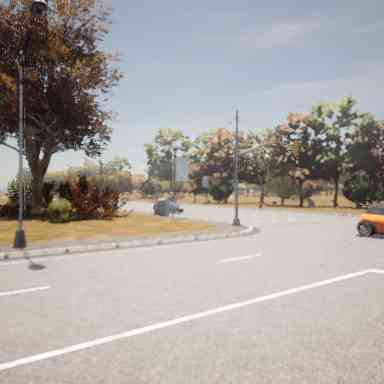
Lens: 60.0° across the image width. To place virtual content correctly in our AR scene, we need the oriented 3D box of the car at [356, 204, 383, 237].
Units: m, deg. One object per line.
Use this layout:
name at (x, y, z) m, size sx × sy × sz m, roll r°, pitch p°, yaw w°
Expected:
car at (10.660, 1.440, 16.298) m, size 2.097 × 1.767 × 4.553 m, roll 0°, pitch 0°, yaw -32°

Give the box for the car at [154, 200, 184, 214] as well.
car at (-2.673, 1.623, 37.406) m, size 1.812 × 1.442 × 4.674 m, roll 0°, pitch 0°, yaw -32°
